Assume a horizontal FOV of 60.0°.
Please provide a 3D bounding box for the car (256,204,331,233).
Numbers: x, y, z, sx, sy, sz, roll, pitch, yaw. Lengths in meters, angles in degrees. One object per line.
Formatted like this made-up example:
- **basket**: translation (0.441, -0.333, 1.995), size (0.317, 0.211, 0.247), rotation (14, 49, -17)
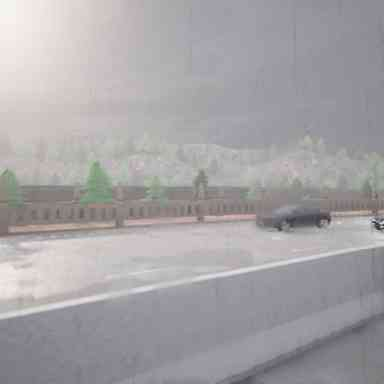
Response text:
- **car**: translation (6.117, 1.478, 19.951), size (5.008, 1.535, 1.882), rotation (0, 0, -28)

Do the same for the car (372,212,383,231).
- **car**: translation (12.639, 1.505, 19.340), size (4.892, 1.490, 1.837), rotation (0, 0, -25)
